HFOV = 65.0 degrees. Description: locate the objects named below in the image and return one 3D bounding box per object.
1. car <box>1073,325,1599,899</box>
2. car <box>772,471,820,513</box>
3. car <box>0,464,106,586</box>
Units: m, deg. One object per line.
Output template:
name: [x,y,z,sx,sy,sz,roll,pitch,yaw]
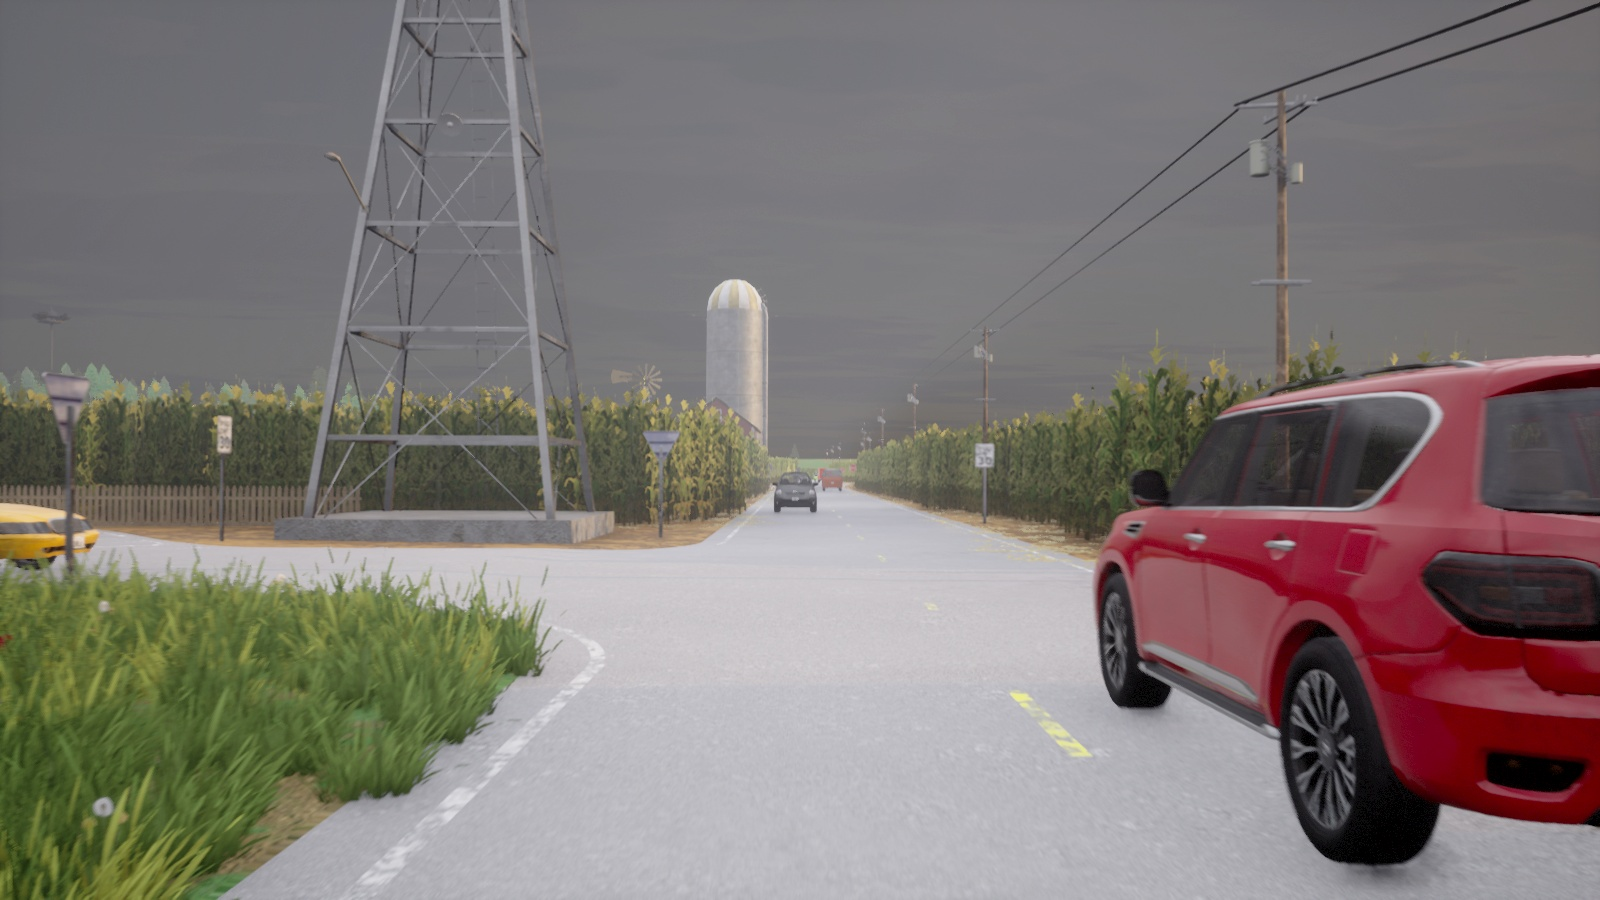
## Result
car: [3.173,0.657,6.801,2.150,2.045,5.566,0,-1,0]
car: [-0.173,1.686,51.065,1.851,1.617,3.988,0,-1,0]
car: [-12.613,0.992,17.065,5.366,1.575,1.801,0,-1,0]
